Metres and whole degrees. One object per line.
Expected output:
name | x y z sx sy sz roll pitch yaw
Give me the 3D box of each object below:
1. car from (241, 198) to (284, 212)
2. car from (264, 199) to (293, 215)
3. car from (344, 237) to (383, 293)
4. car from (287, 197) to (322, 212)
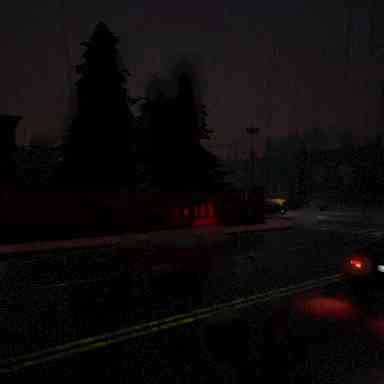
car | 8.267 1.478 39.447 1.882 1.535 5.008 0 0 -35
car | 7.596 1.601 34.329 1.895 1.301 4.718 0 0 -35
car | 5.798 1.547 7.918 5.357 1.411 2.033 0 0 -35
car | 12.901 1.352 38.953 2.097 1.767 4.553 0 0 -35
